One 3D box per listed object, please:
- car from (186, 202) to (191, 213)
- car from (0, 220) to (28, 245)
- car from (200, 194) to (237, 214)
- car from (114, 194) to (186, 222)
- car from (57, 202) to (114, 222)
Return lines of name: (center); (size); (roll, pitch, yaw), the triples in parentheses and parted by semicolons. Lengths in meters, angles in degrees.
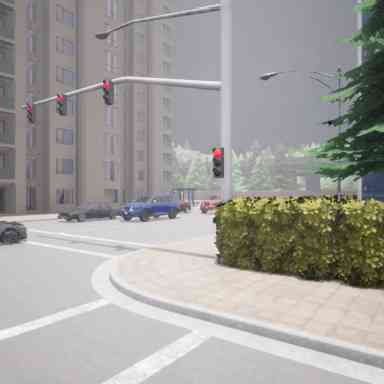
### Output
car: (-2.088, 1.478, 34.469); (1.882, 1.535, 5.008); (0, 0, 36)
car: (-9.221, 1.564, 13.888); (4.181, 1.385, 1.994); (0, 0, -41)
car: (3.074, 1.221, 35.581); (2.150, 2.045, 5.566); (0, 0, 36)
car: (-3.269, 1.221, 26.946); (2.150, 2.045, 5.566); (0, 0, 36)
car: (-7.891, 1.547, 26.560); (2.033, 1.411, 5.357); (0, 0, 36)
